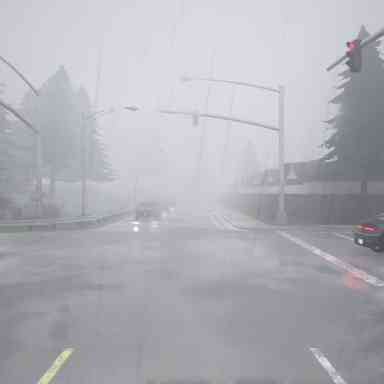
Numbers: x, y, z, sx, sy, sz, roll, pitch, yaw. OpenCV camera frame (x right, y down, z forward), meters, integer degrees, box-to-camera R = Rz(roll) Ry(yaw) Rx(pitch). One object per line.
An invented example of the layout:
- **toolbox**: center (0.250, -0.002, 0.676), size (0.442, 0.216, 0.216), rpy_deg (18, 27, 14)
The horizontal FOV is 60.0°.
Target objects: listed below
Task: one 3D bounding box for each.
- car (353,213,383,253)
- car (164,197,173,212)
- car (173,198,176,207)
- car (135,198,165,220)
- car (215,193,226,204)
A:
- **car**: center (7.766, 1.313, 10.577), size (4.892, 1.490, 1.837), rpy_deg (0, 0, -1)
- **car**: center (-3.609, 1.564, 37.957), size (1.994, 1.385, 4.181), rpy_deg (0, 0, 0)
- **car**: center (-3.495, 1.504, 49.583), size (1.837, 1.490, 4.892), rpy_deg (0, 0, 3)
- **car**: center (-3.611, 1.505, 28.043), size (1.837, 1.490, 4.892), rpy_deg (0, 0, 0)
- **car**: center (6.882, 1.206, 60.868), size (5.566, 2.045, 2.150), rpy_deg (0, 0, -22)
